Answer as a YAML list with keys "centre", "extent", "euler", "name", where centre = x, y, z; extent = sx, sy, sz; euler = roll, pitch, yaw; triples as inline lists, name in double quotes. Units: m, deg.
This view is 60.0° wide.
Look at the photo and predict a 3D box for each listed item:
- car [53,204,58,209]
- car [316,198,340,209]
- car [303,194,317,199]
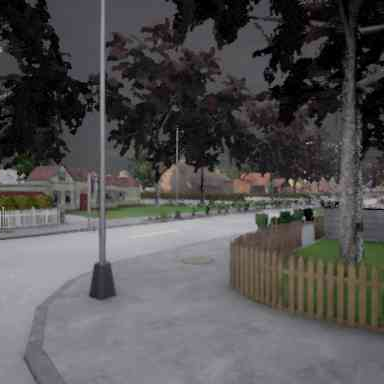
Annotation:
- centre: [-13.056, 1.255, 28.268]
  extent: [4.181, 1.381, 1.994]
  euler: [0, 0, 35]
  name: "car"
- centre: [17.638, 1.459, 41.834]
  extent: [1.882, 1.535, 5.008]
  euler: [0, 0, 36]
  name: "car"
- centre: [30.392, 1.277, 88.516]
  extent: [5.357, 1.415, 2.033]
  euler: [0, 0, 35]
  name: "car"
